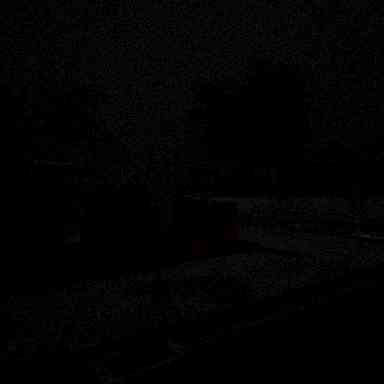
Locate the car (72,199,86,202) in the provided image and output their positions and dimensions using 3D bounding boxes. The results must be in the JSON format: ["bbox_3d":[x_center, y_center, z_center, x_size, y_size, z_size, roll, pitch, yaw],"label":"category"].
[{"bbox_3d":[-16.410,1.862,49.153,1.882,1.535,5.008,0,-1,-42],"label":"car"}]
